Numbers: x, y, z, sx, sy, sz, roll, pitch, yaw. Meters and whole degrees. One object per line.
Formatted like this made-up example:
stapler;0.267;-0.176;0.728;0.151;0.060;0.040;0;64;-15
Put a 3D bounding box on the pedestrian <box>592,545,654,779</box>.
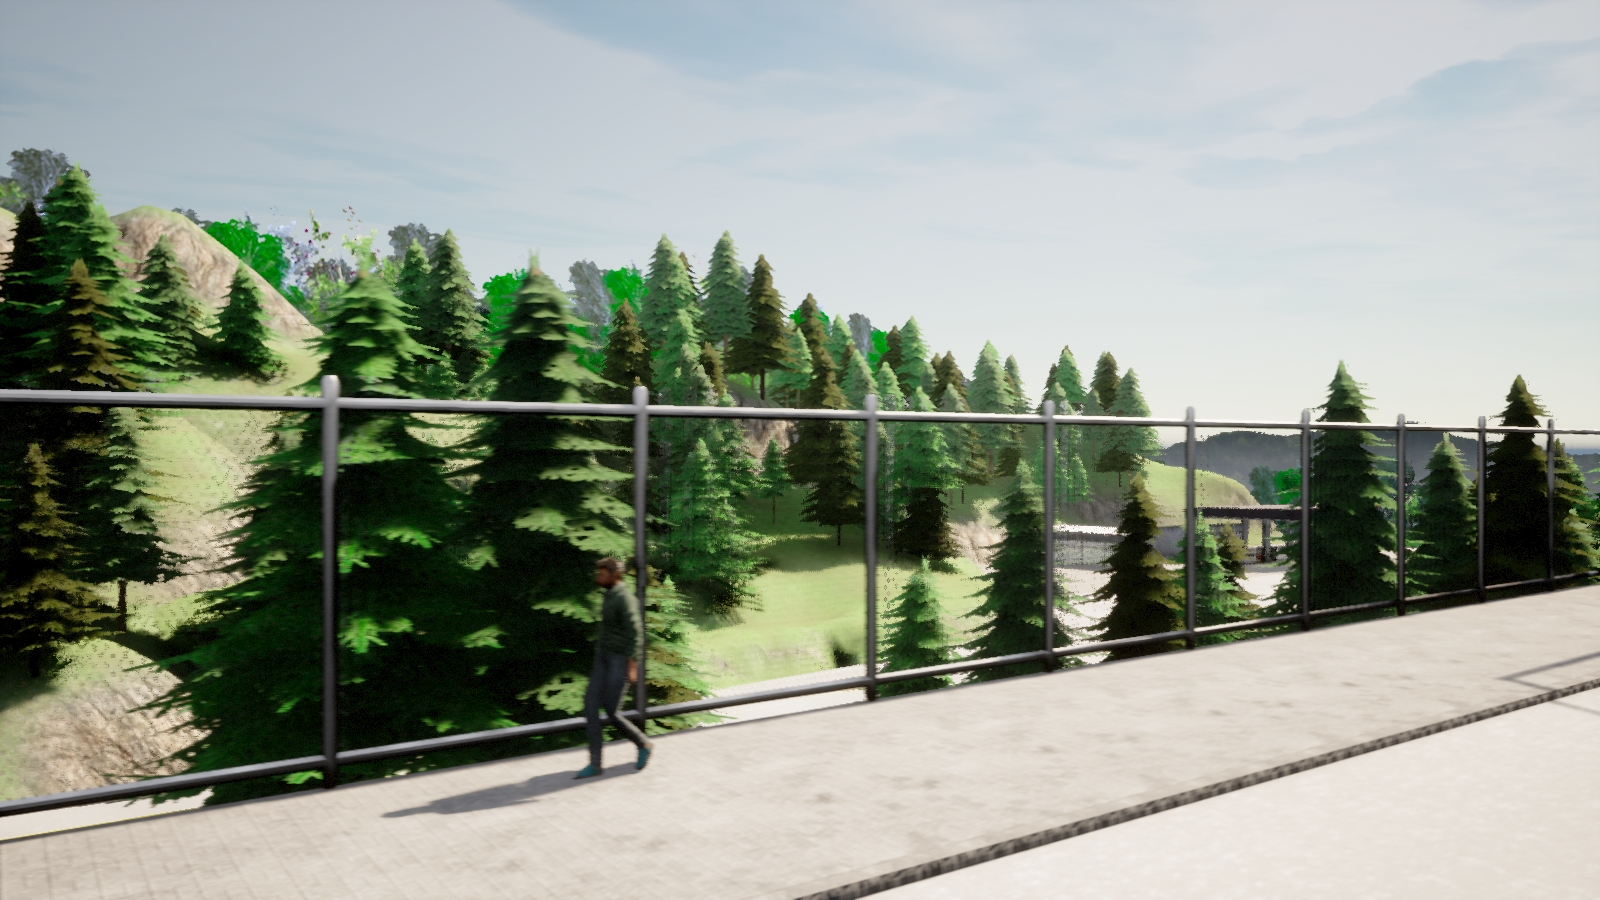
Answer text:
pedestrian;-1.479;1.744;9.548;0.375;1.860;0.375;0;0;-37
